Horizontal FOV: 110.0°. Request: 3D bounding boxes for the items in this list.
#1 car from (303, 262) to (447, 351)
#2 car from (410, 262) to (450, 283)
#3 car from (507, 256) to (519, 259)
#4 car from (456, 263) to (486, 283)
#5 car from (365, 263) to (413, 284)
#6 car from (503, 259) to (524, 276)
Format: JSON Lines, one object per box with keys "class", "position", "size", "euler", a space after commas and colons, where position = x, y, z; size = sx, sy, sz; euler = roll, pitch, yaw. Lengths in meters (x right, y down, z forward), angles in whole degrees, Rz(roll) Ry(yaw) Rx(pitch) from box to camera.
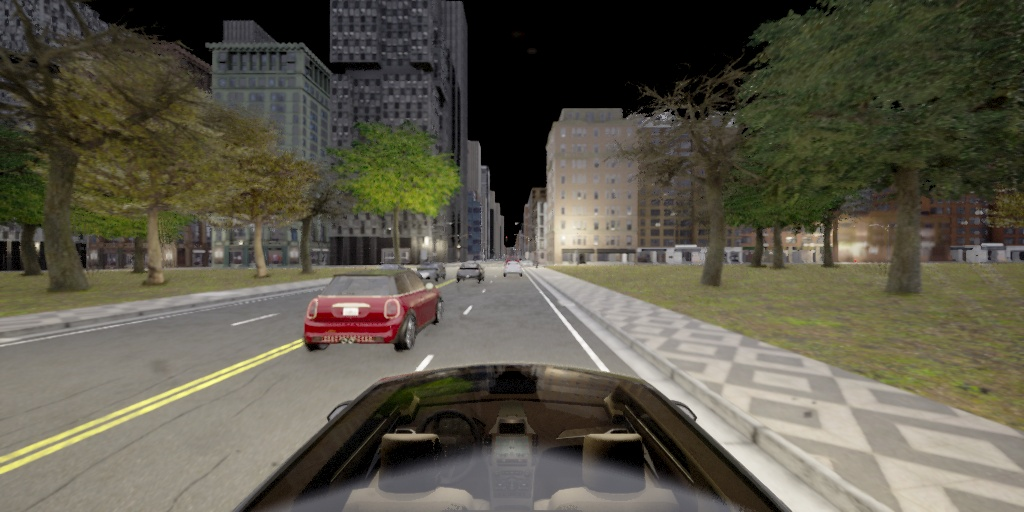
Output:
{"class": "car", "position": [-3.149, 1.106, 9.131], "size": [2.097, 1.767, 4.553], "euler": [0, 0, 0]}
{"class": "car", "position": [-6.496, 1.266, 28.947], "size": [2.128, 1.511, 4.902], "euler": [0, 0, 0]}
{"class": "car", "position": [0.111, 1.036, 54.535], "size": [2.150, 2.045, 5.566], "euler": [0, 0, 0]}
{"class": "car", "position": [-3.144, 1.259, 27.873], "size": [2.128, 1.511, 4.902], "euler": [0, 0, 0]}
{"class": "car", "position": [-9.746, 1.317, 28.884], "size": [2.033, 1.411, 5.357], "euler": [0, 0, 0]}
{"class": "car", "position": [0.106, 1.306, 37.239], "size": [1.812, 1.442, 4.674], "euler": [0, 0, 0]}
